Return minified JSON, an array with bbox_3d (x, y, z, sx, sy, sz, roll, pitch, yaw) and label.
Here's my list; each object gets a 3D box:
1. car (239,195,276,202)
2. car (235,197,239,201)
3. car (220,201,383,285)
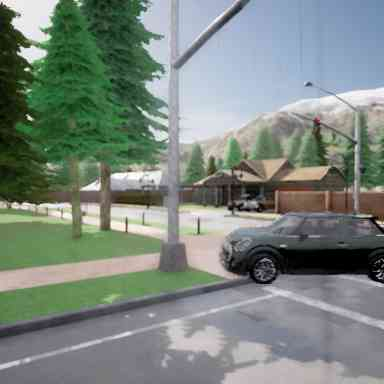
[{"bbox_3d":[7.699,1.234,35.766,4.605,1.855,1.932,0,0,-37],"label":"car"},{"bbox_3d":[5.882,1.235,37.548,3.866,1.878,1.905,0,0,-37],"label":"car"},{"bbox_3d":[3.086,1.322,9.128,4.553,1.767,2.097,1,2,-4],"label":"car"}]
